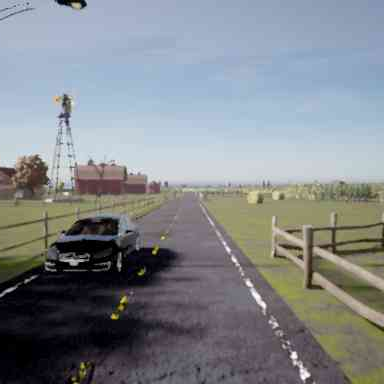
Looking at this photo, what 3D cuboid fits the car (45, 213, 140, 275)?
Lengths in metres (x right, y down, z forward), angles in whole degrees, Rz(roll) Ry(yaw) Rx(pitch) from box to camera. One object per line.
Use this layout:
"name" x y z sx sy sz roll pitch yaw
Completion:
"car" -2.824 1.465 10.399 1.837 1.490 4.892 0 0 0
